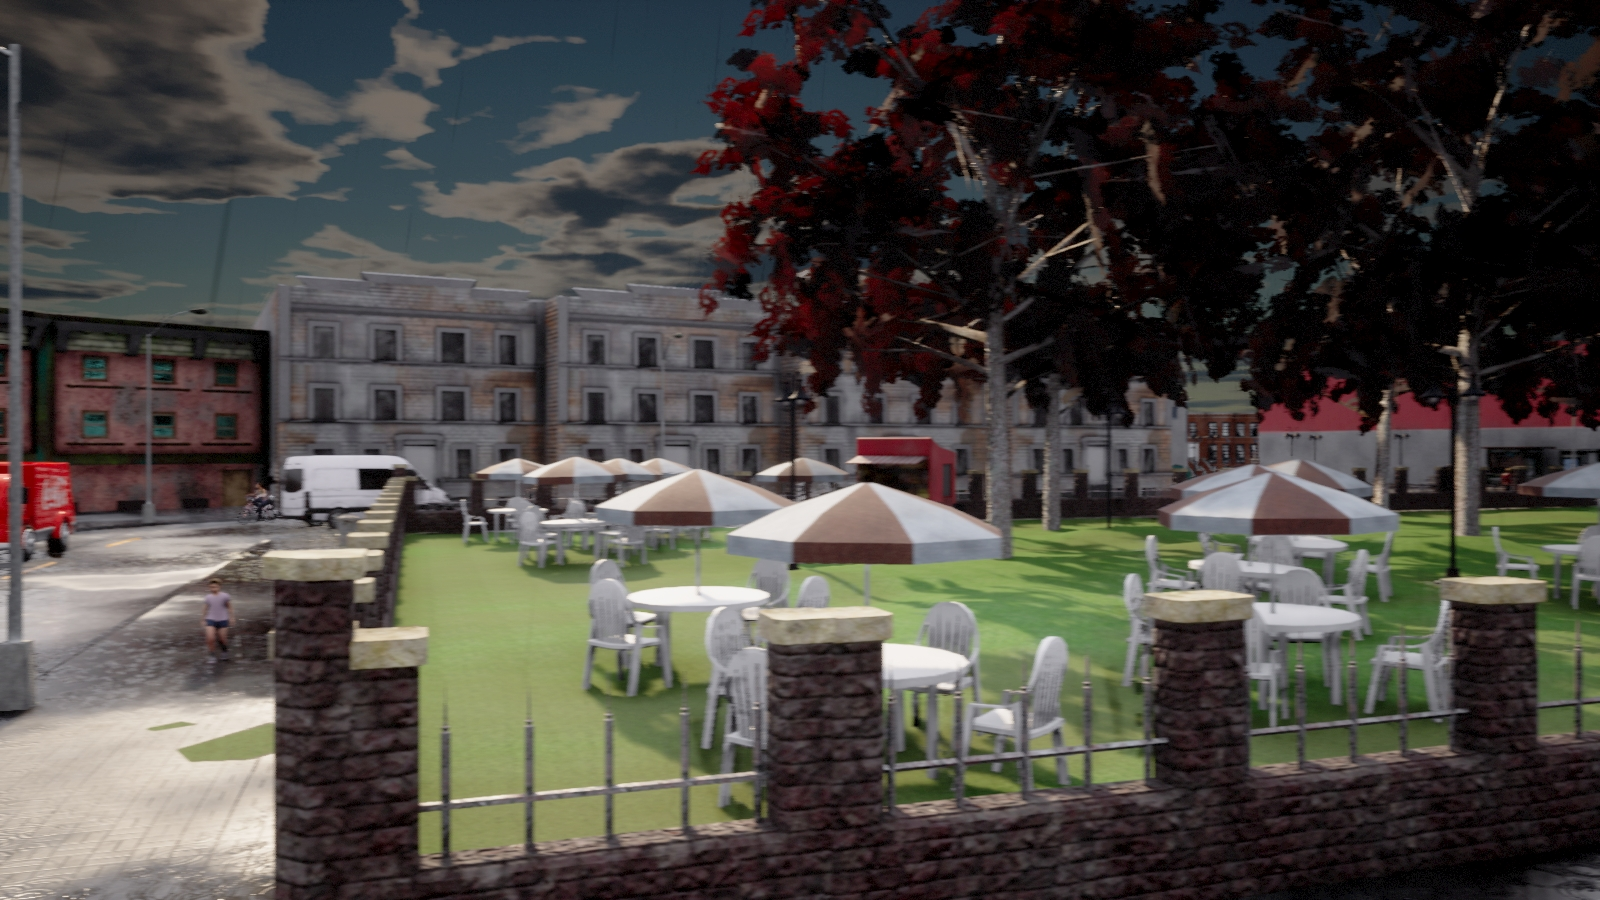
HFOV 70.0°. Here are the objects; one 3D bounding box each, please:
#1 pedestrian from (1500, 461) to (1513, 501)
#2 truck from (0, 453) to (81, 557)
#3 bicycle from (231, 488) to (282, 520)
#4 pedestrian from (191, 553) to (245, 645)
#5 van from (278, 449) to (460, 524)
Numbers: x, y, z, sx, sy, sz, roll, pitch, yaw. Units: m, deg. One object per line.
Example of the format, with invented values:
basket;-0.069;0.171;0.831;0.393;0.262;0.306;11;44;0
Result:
pedestrian;33.002;1.458;53.353;0.375;1.860;0.375;0;0;-18
truck;-20.697;1.323;29.462;2.627;2.467;5.204;0;0;-20
bicycle;-20.228;1.999;42.530;0.859;1.080;1.487;2;1;37
pedestrian;-7.399;1.884;14.537;0.500;1.100;0.500;0;0;-12
van;-15.625;1.276;41.747;1.988;2.561;5.915;-2;-2;42
